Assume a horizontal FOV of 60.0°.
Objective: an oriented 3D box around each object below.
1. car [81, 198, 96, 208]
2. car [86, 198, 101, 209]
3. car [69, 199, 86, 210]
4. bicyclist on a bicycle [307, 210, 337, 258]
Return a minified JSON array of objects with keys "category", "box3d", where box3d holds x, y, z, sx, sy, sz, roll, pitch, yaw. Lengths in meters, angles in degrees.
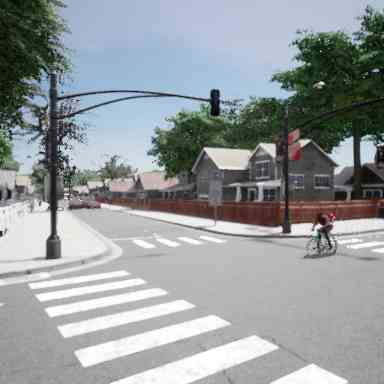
[{"category":"car","box3d":[-18.921,1.955,60.870,2.097,1.767,4.553,0,0,-24]},{"category":"car","box3d":[-16.302,2.106,54.965,1.994,1.385,4.181,0,0,-22]},{"category":"car","box3d":[-18.948,2.030,54.070,1.882,1.535,5.008,0,0,-24]},{"category":"bicyclist on a bicycle","box3d":[4.568,1.470,11.658,1.656,1.620,0.582,-1,0,-33]}]
